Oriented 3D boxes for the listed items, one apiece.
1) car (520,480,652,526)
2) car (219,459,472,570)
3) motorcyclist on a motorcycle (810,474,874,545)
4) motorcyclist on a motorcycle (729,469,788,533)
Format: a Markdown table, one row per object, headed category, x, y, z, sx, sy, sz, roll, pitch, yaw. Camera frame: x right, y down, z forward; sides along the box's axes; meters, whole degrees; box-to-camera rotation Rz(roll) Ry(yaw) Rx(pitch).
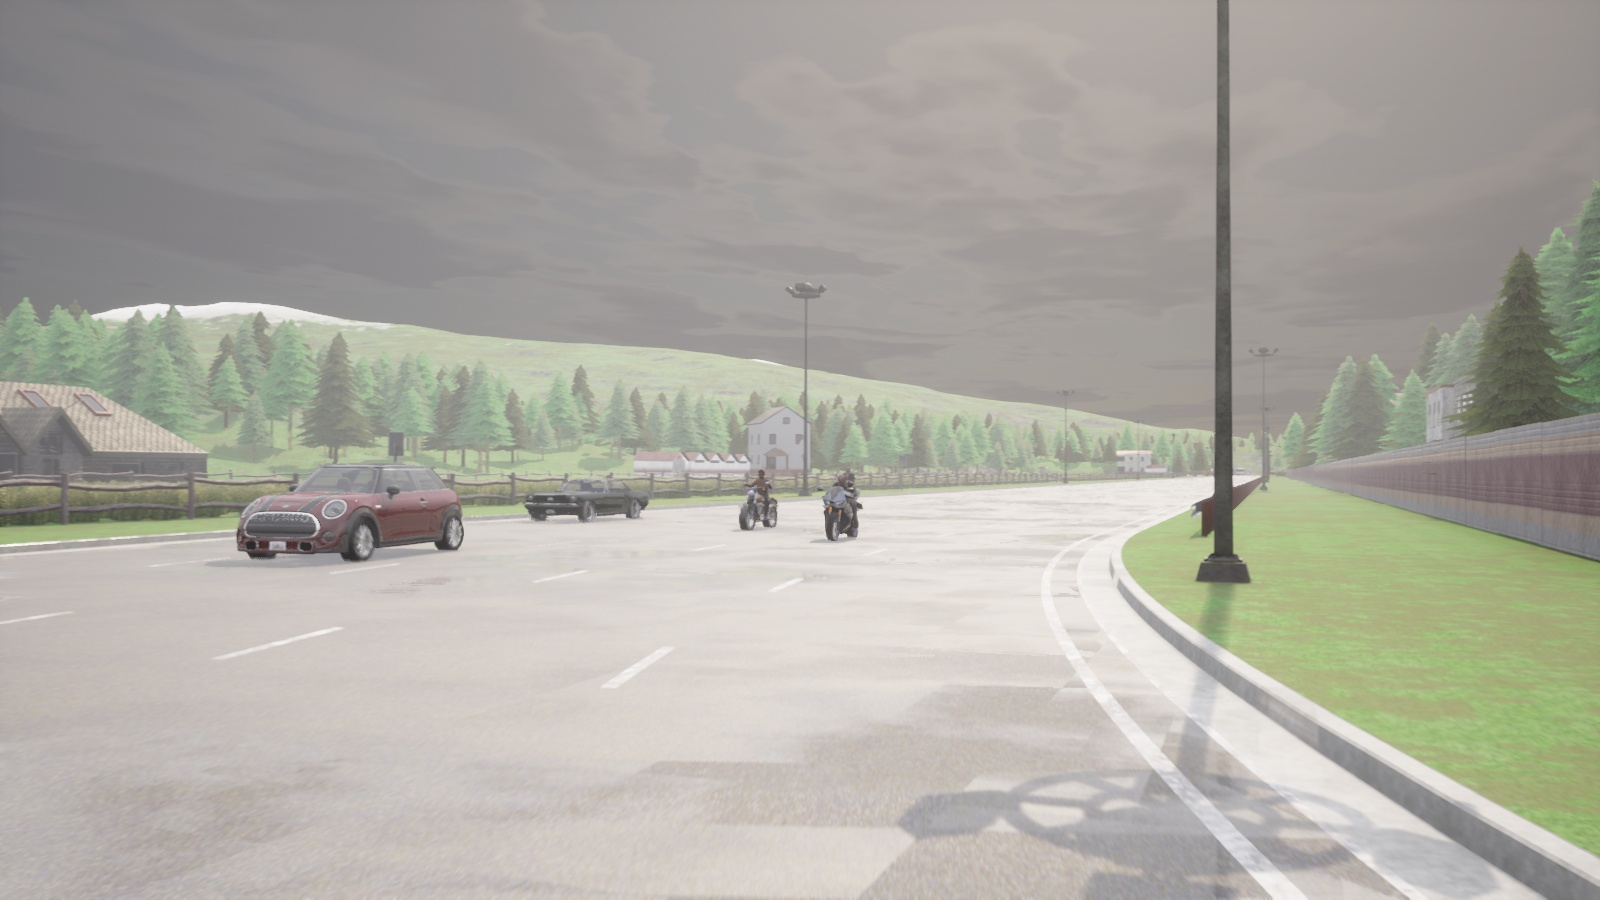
| category | x | y | z | sx | sy | sz | roll | pitch | yaw |
| --- | --- | --- | --- | --- | --- | --- | --- | --- | --- |
| car | -6.540 | 1.589 | 38.926 | 1.895 | 1.301 | 4.718 | -1 | -1 | 21 |
| car | -7.953 | 1.077 | 22.546 | 2.097 | 1.767 | 4.553 | 0 | -1 | 14 |
| motorcyclist on a motorcycle | 0.983 | 1.327 | 28.713 | 0.866 | 1.530 | 2.191 | 0 | -1 | 18 |
| motorcyclist on a motorcycle | -1.086 | 1.329 | 33.443 | 0.766 | 1.649 | 2.350 | 0 | -1 | 20 |
